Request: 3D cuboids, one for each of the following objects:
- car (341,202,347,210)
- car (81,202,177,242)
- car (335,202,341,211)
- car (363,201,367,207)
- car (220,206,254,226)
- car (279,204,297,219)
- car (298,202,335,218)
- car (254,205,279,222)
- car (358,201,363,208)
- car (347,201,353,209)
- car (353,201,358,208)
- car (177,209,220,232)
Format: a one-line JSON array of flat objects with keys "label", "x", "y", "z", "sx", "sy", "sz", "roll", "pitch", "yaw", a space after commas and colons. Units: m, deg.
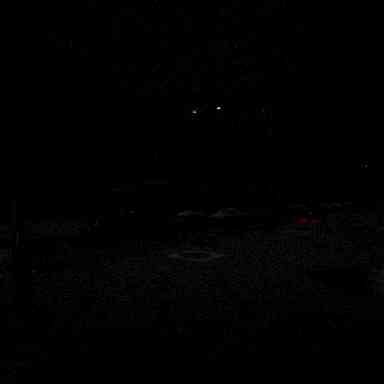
[{"label": "car", "x": 24.726, "y": 2.365, "z": 57.054, "sx": 1.752, "sy": 1.417, "sz": 4.829, "roll": -1, "pitch": -1, "yaw": 35}, {"label": "car", "x": -3.333, "y": 1.472, "z": 17.556, "sx": 2.192, "sy": 1.841, "sz": 5.009, "roll": -1, "pitch": -1, "yaw": 35}, {"label": "car", "x": 21.696, "y": 2.317, "z": 52.788, "sx": 2.008, "sy": 1.369, "sz": 4.403, "roll": -1, "pitch": -1, "yaw": 35}, {"label": "car", "x": 40.467, "y": 2.786, "z": 79.213, "sx": 1.947, "sy": 1.339, "sz": 4.313, "roll": -1, "pitch": -1, "yaw": 35}, {"label": "car", "x": 2.826, "y": 1.833, "z": 26.223, "sx": 1.752, "sy": 1.417, "sz": 4.829, "roll": -1, "pitch": -1, "yaw": 35}, {"label": "car", "x": 9.181, "y": 2.029, "z": 35.170, "sx": 1.947, "sy": 1.339, "sz": 4.313, "roll": -1, "pitch": -1, "yaw": 35}, {"label": "car", "x": 13.957, "y": 2.030, "z": 37.147, "sx": 2.128, "sy": 1.511, "sz": 4.902, "roll": 0, "pitch": -1, "yaw": 35}, {"label": "car", "x": 6.053, "y": 1.953, "z": 30.766, "sx": 1.947, "sy": 1.339, "sz": 4.313, "roll": -1, "pitch": -1, "yaw": 35}, {"label": "car", "x": 34.210, "y": 2.633, "z": 70.405, "sx": 1.947, "sy": 1.339, "sz": 4.313, "roll": -1, "pitch": -1, "yaw": 35}, {"label": "car", "x": 27.953, "y": 2.483, "z": 61.596, "sx": 1.947, "sy": 1.339, "sz": 4.313, "roll": -1, "pitch": -1, "yaw": 35}, {"label": "car", "x": 31.082, "y": 2.574, "z": 66.001, "sx": 1.802, "sy": 1.307, "sz": 4.206, "roll": -1, "pitch": -1, "yaw": 35}, {"label": "car", "x": -0.205, "y": 1.816, "z": 21.956, "sx": 1.802, "sy": 1.307, "sz": 4.206, "roll": -1, "pitch": -1, "yaw": 35}]
